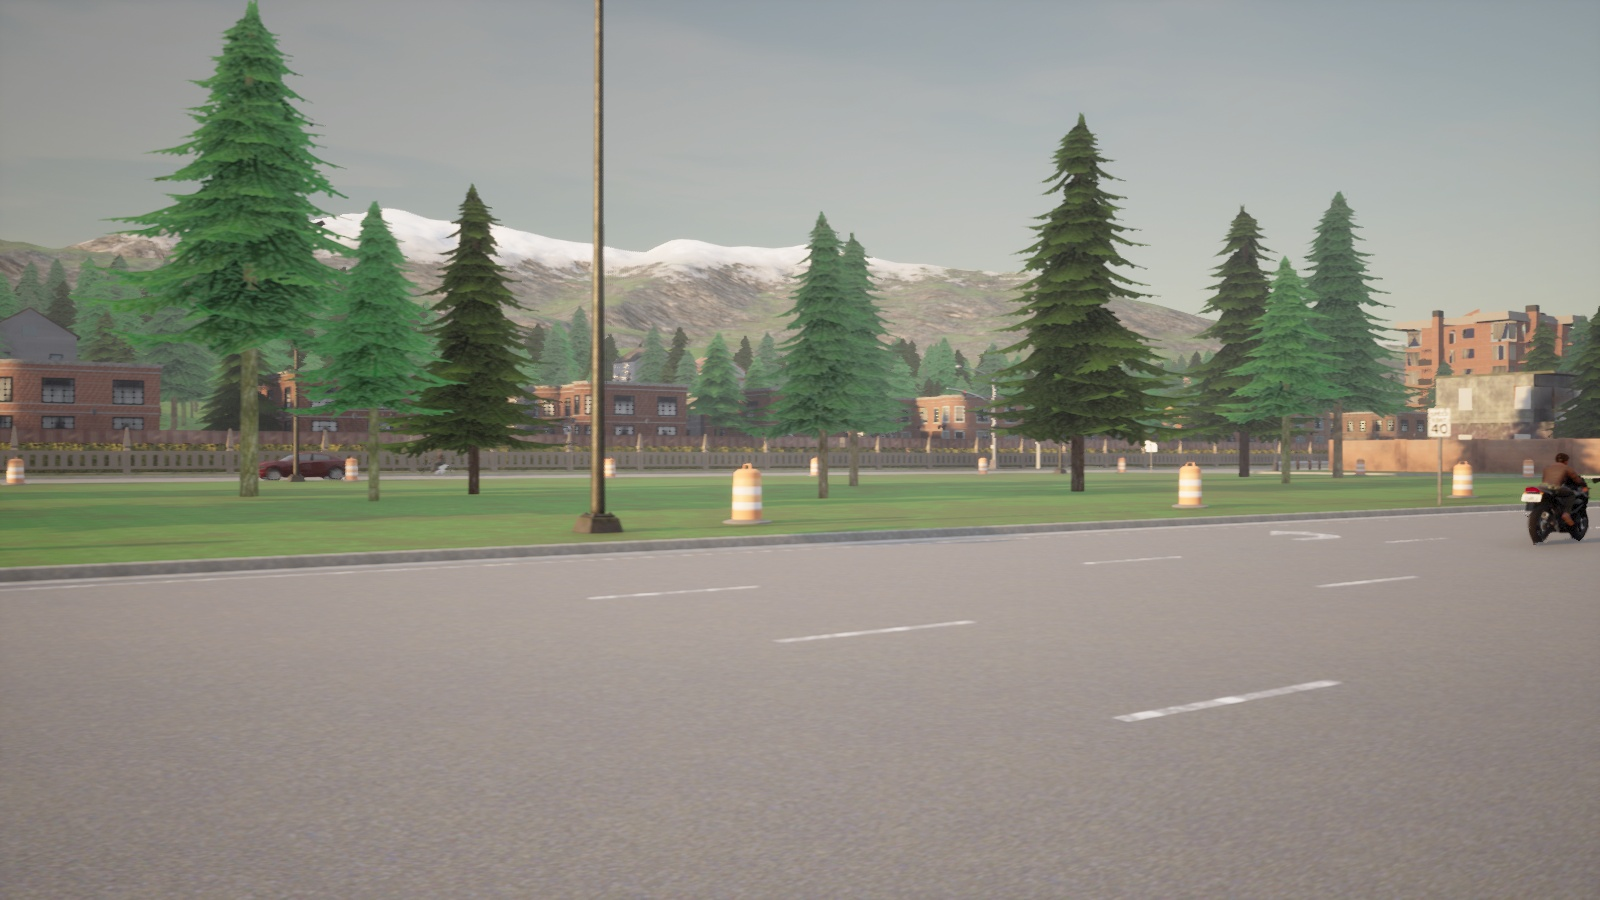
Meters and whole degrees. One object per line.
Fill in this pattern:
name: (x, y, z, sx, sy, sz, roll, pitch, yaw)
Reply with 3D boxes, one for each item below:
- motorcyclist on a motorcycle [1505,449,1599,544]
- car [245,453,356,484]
motorcyclist on a motorcycle: (12.755, 0.751, 21.066, 2.044, 1.523, 0.797, 0, 0, -35)
car: (-25.798, 0.936, 64.954, 5.008, 1.535, 1.882, 0, 0, -35)
